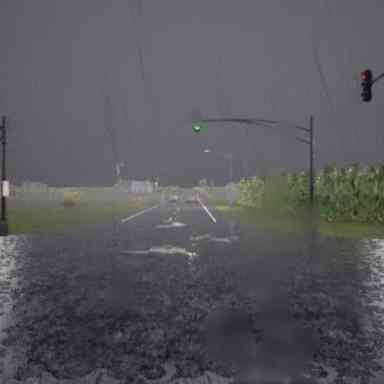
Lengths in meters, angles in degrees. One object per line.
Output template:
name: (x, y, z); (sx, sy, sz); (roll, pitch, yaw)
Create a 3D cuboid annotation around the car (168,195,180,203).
car: (-3.494, 1.332, 64.830); (1.837, 1.490, 4.892); (0, 0, 0)

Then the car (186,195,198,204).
car: (0.005, 1.378, 60.607); (1.994, 1.385, 4.181); (0, 0, 0)

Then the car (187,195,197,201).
car: (0.006, 1.251, 70.656); (1.994, 1.385, 4.181); (0, 0, 0)
